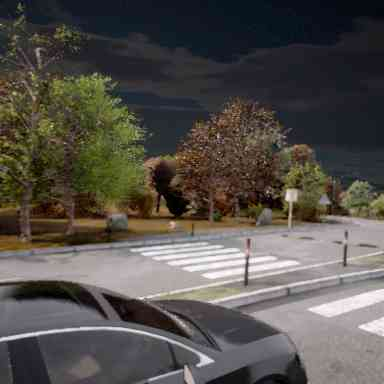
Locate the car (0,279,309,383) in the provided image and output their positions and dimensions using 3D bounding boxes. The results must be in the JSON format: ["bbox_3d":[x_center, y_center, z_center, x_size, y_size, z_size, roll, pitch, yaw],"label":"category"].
[{"bbox_3d":[-1.124,1.511,2.584,4.892,1.490,1.837,1,0,-34],"label":"car"}]
